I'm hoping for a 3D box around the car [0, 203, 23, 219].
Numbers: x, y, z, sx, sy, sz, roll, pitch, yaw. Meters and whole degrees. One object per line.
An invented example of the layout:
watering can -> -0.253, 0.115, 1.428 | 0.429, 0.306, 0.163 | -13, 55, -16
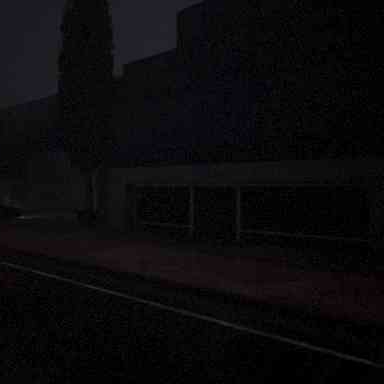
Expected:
car -> -14.628, 1.322, 24.083 | 1.994, 1.385, 4.181 | 0, 0, 33
